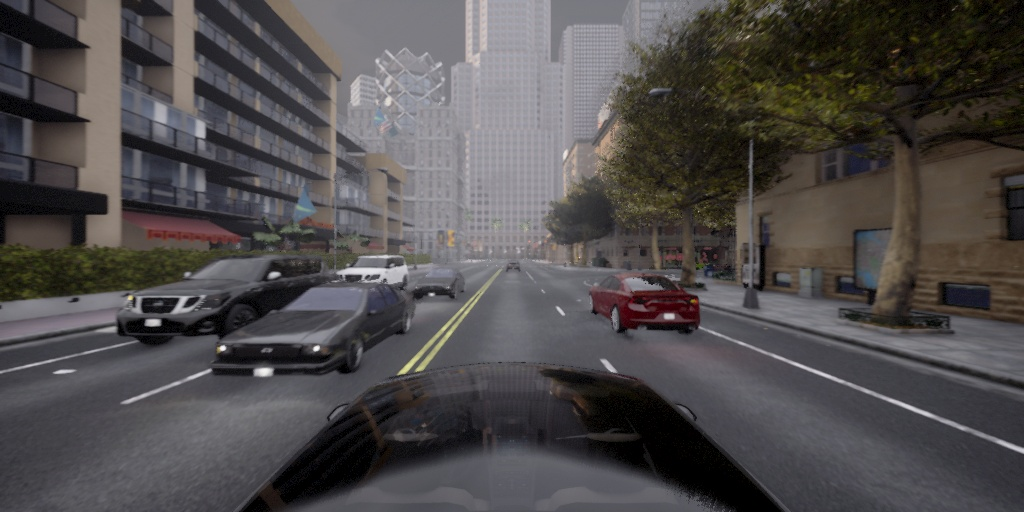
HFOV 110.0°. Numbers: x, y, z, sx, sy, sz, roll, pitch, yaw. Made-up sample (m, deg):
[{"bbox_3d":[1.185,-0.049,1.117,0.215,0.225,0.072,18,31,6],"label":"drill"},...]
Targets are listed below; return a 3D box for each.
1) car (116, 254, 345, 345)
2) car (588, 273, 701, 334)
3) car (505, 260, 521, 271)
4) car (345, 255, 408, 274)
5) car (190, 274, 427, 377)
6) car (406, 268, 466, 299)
[{"bbox_3d":[-7.072,0.965,9.851,2.150,2.045,5.566,0,0,0],"label":"car"},{"bbox_3d":[3.609,1.231,10.688,1.882,1.535,5.008,0,0,0],"label":"car"},{"bbox_3d":[0.159,1.258,47.314,1.837,1.490,4.892,0,0,0],"label":"car"},{"bbox_3d":[-6.979,0.952,18.465,2.150,2.045,5.566,0,0,0],"label":"car"},{"bbox_3d":[-3.581,1.295,7.840,2.033,1.411,5.357,0,0,0],"label":"car"},{"bbox_3d":[-3.482,1.295,18.242,2.033,1.411,5.357,0,0,0],"label":"car"}]
